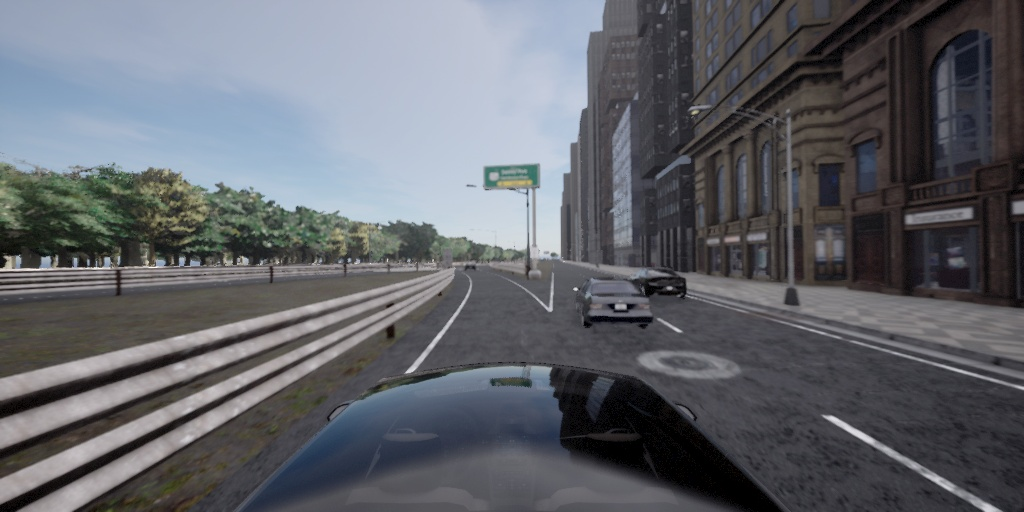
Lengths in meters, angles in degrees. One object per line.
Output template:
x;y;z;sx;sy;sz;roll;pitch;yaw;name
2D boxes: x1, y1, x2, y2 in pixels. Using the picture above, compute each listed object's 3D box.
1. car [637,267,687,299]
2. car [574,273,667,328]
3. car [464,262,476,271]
7.432;1.330;18.731;1.882;1.535;5.008;-1;-1;7;car
3.091;1.377;11.711;2.033;1.411;5.357;-1;-1;7;car
-7.301;1.795;62.924;1.882;1.535;5.008;-1;-1;-9;car
